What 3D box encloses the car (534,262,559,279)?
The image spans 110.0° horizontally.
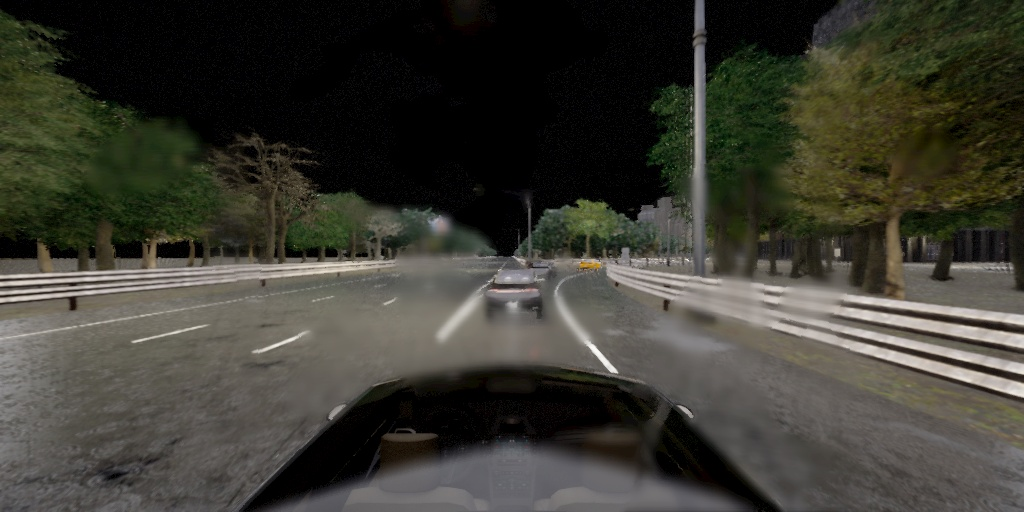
[{"bbox_3d":[2.696,1.216,29.327,2.128,1.511,4.902,0,0,16],"label":"car"}]

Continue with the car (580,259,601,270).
[{"bbox_3d":[11.106,1.183,50.381,1.882,1.535,5.008,0,0,29],"label":"car"}]

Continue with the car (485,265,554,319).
[{"bbox_3d":[0.189,1.230,12.720,2.128,1.511,4.902,0,0,3],"label":"car"}]
